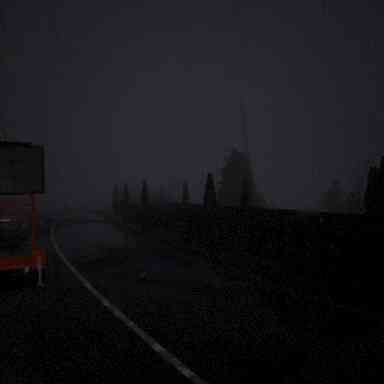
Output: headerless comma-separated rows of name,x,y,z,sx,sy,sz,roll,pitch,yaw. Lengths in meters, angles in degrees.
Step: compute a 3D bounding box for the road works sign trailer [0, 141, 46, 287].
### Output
road works sign trailer,-5.168,0.471,8.751,2.380,3.560,2.880,-1,0,-26
